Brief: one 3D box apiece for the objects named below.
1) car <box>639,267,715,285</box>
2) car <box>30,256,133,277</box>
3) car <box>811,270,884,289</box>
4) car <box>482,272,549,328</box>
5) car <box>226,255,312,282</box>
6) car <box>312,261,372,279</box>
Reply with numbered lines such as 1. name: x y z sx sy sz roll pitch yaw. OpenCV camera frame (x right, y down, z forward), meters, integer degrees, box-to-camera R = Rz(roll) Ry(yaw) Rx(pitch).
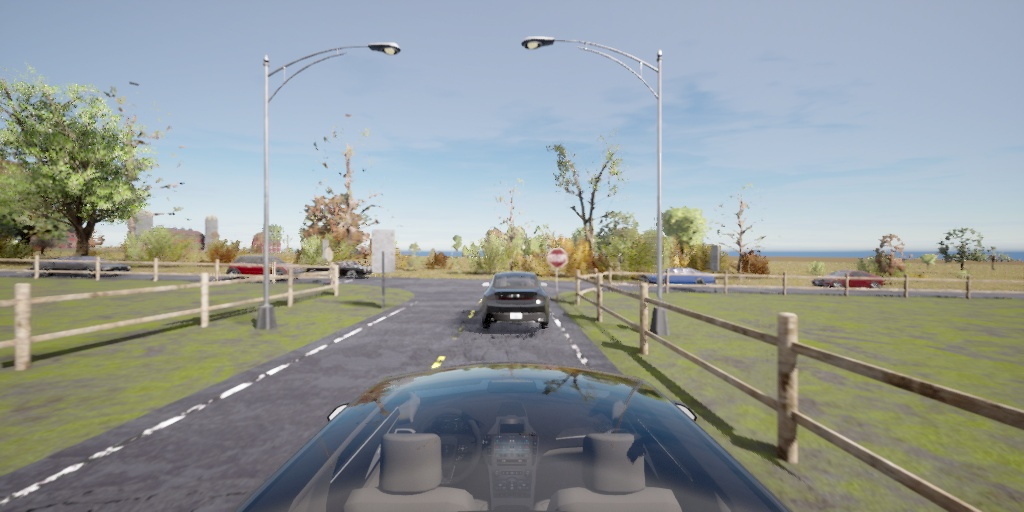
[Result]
1. car: 12.807 1.579 27.846 5.357 1.411 2.033 1 1 -1
2. car: -29.857 0.696 24.950 5.357 1.411 2.033 1 1 0
3. car: 26.008 1.839 27.842 4.674 1.442 1.812 1 1 0
4. car: 0.095 1.253 11.376 1.837 1.490 4.892 0 0 0
5. car: -16.981 0.780 24.940 4.553 1.767 2.097 1 1 0
6. car: -13.491 1.066 28.019 4.718 1.301 1.895 1 1 0
